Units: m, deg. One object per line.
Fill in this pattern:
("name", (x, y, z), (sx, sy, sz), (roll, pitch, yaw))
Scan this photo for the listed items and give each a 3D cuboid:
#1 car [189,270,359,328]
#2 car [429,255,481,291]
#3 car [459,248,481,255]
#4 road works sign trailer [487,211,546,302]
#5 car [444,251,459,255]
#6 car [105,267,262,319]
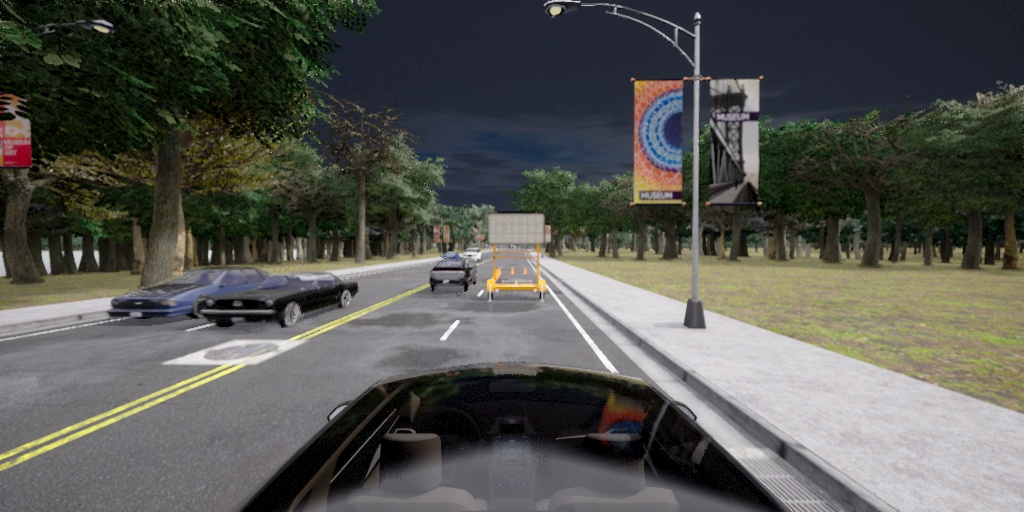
("car", (-6.477, 1.160, 10.711), (1.895, 1.301, 4.718), (0, 1, 1))
("car", (-2.906, 0.881, 18.485), (2.128, 1.511, 4.902), (0, 1, 1))
("car", (-5.693, -0.149, 51.593), (2.150, 2.045, 5.566), (0, 1, 2))
("road works sign trailer", (0.185, -0.072, 15.119), (2.380, 3.560, 2.880), (0, 0, 1))
("car", (-8.913, 0.079, 52.812), (1.882, 1.535, 5.008), (0, 1, 2))
("car", (-9.710, 1.080, 11.939), (2.033, 1.411, 5.357), (0, 1, 1))
